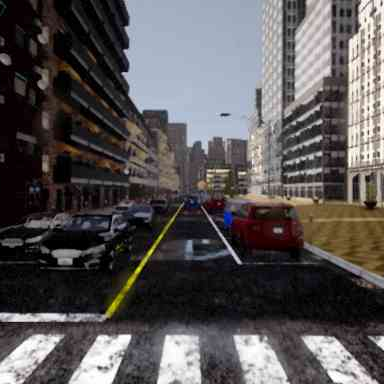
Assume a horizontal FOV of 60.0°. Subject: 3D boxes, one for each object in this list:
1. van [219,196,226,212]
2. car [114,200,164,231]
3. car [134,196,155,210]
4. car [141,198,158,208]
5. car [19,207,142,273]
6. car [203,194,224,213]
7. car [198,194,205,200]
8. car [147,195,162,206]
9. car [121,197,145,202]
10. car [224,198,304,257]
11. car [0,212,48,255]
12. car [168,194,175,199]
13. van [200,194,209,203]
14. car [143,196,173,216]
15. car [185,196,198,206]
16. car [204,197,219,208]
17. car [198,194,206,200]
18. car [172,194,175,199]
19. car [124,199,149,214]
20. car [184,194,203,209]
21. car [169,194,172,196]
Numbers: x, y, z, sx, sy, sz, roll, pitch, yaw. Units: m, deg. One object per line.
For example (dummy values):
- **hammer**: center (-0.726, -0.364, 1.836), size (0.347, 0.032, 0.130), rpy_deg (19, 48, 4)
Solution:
- **van**: center (2.663, 1.294, 18.259), size (1.690, 1.788, 3.998), rpy_deg (0, 0, 0)
- **car**: center (-3.127, 1.471, 20.453), size (2.033, 1.411, 5.357), rpy_deg (0, 0, 0)
- **car**: center (-5.751, 1.318, 40.353), size (1.967, 1.590, 4.097), rpy_deg (0, 0, 0)
- **car**: center (-5.759, 1.451, 45.881), size (1.802, 1.307, 4.206), rpy_deg (0, 0, 0)
- **car**: center (-3.111, 1.438, 10.597), size (2.128, 1.511, 4.902), rpy_deg (0, 0, 0)
- **car**: center (2.638, 1.236, 34.838), size (2.192, 1.841, 5.009), rpy_deg (0, 0, 0)
- **car**: center (2.554, 1.387, 90.276), size (1.752, 1.417, 4.829), rpy_deg (0, 0, 0)
- **car**: center (-5.767, 1.301, 51.407), size (1.967, 1.590, 4.097), rpy_deg (0, 0, 0)
- **car**: center (-5.733, 1.447, 29.300), size (2.008, 1.369, 4.403), rpy_deg (0, 0, 0)
- **car**: center (2.672, 1.280, 12.733), size (2.192, 1.841, 5.009), rpy_deg (0, 0, 0)
- **car**: center (-5.708, 1.481, 12.721), size (2.008, 1.369, 4.403), rpy_deg (0, 0, 0)
- **car**: center (-5.834, 1.369, 95.454), size (1.752, 1.417, 4.829), rpy_deg (0, 0, 0)
- **van**: center (2.588, 1.217, 67.998), size (1.690, 1.788, 3.998), rpy_deg (0, 0, 0)
- **car**: center (-3.132, 1.382, 30.933), size (1.882, 1.535, 5.008), rpy_deg (0, 0, 0)
- **car**: center (-0.071, 1.387, 52.922), size (1.837, 1.490, 4.892), rpy_deg (0, 0, 0)
- **car**: center (2.621, 1.449, 45.893), size (1.887, 1.381, 4.507), rpy_deg (0, 0, 0)
- **car**: center (2.563, 1.304, 84.578), size (1.967, 1.590, 4.097), rpy_deg (0, 0, 0)
- **car**: center (-5.817, 1.374, 84.567), size (1.887, 1.381, 4.507), rpy_deg (0, 0, 0)
- **car**: center (-5.742, 1.431, 34.826), size (1.887, 1.381, 4.507), rpy_deg (0, 0, 0)
- **car**: center (0.041, 1.250, 43.026), size (2.097, 1.767, 4.553), rpy_deg (0, 0, 0)
- **car**: center (-5.792, 1.385, 67.986), size (1.887, 1.381, 4.507), rpy_deg (0, 0, 0)
